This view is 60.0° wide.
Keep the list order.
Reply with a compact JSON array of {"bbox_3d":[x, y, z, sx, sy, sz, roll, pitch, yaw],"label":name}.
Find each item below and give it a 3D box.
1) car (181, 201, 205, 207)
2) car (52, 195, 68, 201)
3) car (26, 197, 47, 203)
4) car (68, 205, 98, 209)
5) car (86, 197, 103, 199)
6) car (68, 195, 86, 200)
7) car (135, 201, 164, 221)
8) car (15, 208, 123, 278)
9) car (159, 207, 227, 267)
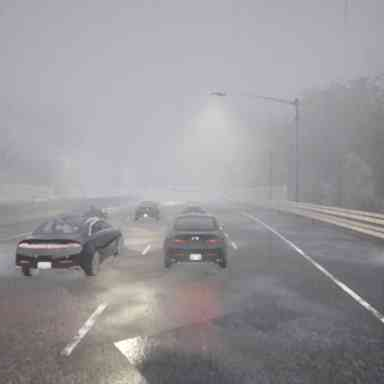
[{"bbox_3d":[0.100,1.478,27.809,1.812,1.442,4.674,0,0,0],"label":"car"},{"bbox_3d":[-24.505,1.426,62.193,1.837,1.490,4.892,0,0,0],"label":"car"},{"bbox_3d":[-28.005,1.525,59.940,1.895,1.301,4.718,0,0,0],"label":"car"},{"bbox_3d":[-6.901,1.509,21.372,2.033,1.411,5.357,0,0,0],"label":"car"},{"bbox_3d":[-17.512,1.528,61.972,1.895,1.301,4.718,0,0,0],"label":"car"},{"bbox_3d":[-21.008,1.431,62.291,1.837,1.490,4.892,0,0,0],"label":"car"},{"bbox_3d":[-3.399,1.459,26.777,1.837,1.490,4.892,0,0,0],"label":"car"},{"bbox_3d":[-3.401,1.471,10.099,2.128,1.511,4.902,0,0,0],"label":"car"},{"bbox_3d":[0.099,1.482,11.287,1.837,1.490,4.892,0,0,0],"label":"car"}]
